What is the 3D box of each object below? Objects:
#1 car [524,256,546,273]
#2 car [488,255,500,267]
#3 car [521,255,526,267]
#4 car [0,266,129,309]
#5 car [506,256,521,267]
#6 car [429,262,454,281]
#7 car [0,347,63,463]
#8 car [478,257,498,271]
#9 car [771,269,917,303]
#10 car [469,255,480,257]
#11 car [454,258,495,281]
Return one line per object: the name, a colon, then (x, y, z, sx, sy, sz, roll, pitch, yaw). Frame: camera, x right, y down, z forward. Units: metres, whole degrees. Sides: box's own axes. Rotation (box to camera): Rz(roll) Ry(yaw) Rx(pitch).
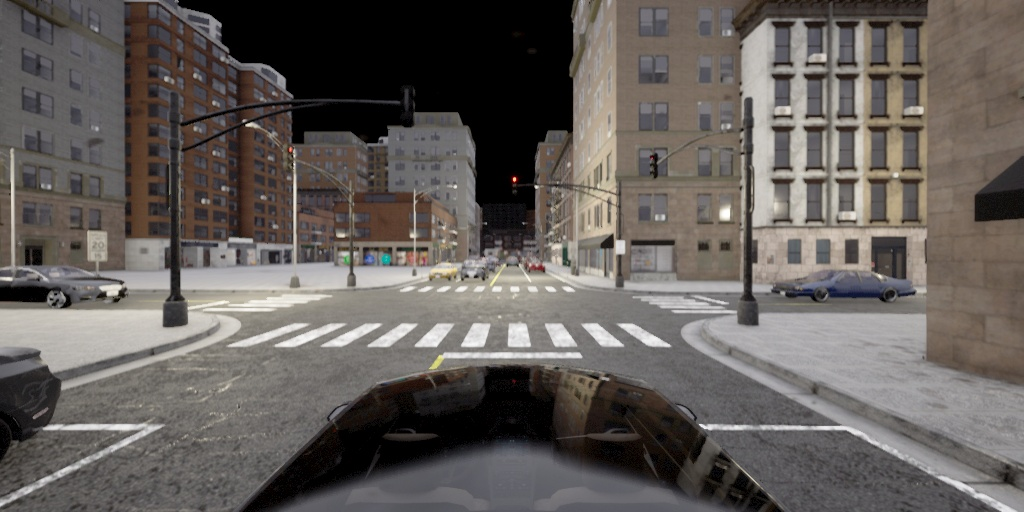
car: (2.641, 1.016, 39.891, 1.967, 1.591, 4.097, 0, 0, 0)
car: (-2.801, 1.028, 56.376, 1.812, 1.442, 4.674, 0, 0, 0)
car: (2.642, 0.866, 45.553, 2.192, 1.841, 5.009, 0, 0, 0)
car: (-17.281, 1.109, 13.385, 4.902, 1.511, 2.128, 0, 0, 2)
car: (0.108, 1.062, 57.293, 1.994, 1.385, 4.181, 0, 0, 0)
car: (-5.385, 1.153, 28.399, 1.751, 1.417, 4.829, 0, 0, 0)
car: (-5.388, 1.300, 1.723, 2.007, 1.370, 4.403, 0, 0, 0)
car: (-2.846, 1.142, 39.450, 1.994, 1.385, 4.181, 0, 0, -1)
car: (14.996, 1.314, 16.350, 5.357, 1.411, 2.033, 0, 0, 0)
car: (-5.383, 0.840, 51.217, 2.192, 1.841, 5.009, 0, 0, 0)
car: (-2.833, 1.121, 28.217, 2.128, 1.511, 4.902, 0, 0, 2)
